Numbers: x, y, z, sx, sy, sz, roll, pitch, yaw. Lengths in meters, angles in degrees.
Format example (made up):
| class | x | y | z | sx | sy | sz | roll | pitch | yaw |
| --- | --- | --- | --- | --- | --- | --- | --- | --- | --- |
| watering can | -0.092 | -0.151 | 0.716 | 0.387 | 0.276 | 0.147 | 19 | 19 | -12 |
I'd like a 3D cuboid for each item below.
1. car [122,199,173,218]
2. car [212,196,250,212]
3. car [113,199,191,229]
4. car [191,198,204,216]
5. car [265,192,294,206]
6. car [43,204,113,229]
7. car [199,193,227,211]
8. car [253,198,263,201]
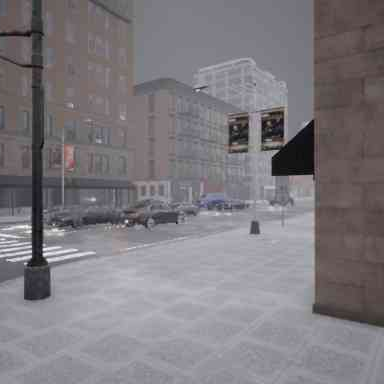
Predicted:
| class | x | y | z | sx | sy | sz | roll | pitch | yaw |
| --- | --- | --- | --- | --- | --- | --- | --- | --- | --- |
| car | -3.967 | 1.416 | 30.542 | 1.837 | 1.490 | 4.892 | 0 | 0 | 35 |
| car | 4.573 | 1.462 | 36.972 | 1.895 | 1.301 | 4.718 | 0 | 0 | 36 |
| car | -2.376 | 1.431 | 21.163 | 1.837 | 1.490 | 4.892 | 0 | 0 | 35 |
| car | -1.115 | 1.467 | 28.961 | 1.994 | 1.385 | 4.181 | 0 | 0 | 35 |
| car | 13.347 | 1.020 | 49.197 | 2.150 | 2.045 | 5.566 | 0 | 0 | 36 |
| car | -6.449 | 1.489 | 21.417 | 2.033 | 1.411 | 5.357 | 0 | 0 | 35 |
| car | 2.258 | 1.087 | 39.319 | 2.150 | 2.045 | 5.566 | 0 | 0 | 36 |
| car | 11.086 | 0.940 | 51.616 | 2.128 | 1.511 | 4.902 | 0 | 0 | 35 |
